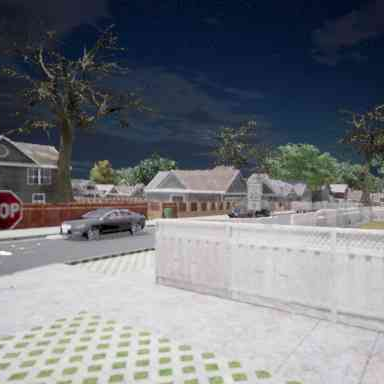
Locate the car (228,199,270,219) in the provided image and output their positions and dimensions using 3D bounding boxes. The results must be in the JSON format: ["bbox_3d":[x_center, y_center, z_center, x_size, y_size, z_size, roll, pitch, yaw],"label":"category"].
[{"bbox_3d":[5.585,1.692,31.791,2.150,2.045,5.566,1,0,36],"label":"car"}]

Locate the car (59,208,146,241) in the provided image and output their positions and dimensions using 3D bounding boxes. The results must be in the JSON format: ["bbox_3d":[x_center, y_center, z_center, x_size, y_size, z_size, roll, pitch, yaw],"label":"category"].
[{"bbox_3d":[-4.612,1.636,17.832,2.128,1.511,4.902,1,0,36],"label":"car"}]

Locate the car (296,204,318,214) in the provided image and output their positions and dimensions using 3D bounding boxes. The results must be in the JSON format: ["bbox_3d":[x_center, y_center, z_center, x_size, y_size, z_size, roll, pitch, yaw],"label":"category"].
[{"bbox_3d":[15.805,2.409,45.644,1.994,1.385,4.181,1,-1,36],"label":"car"}]
